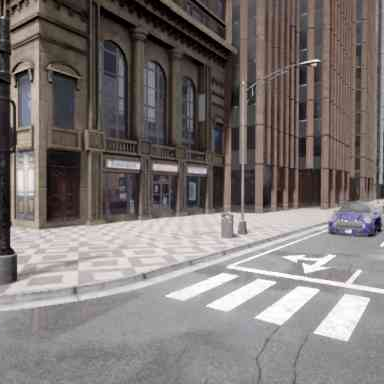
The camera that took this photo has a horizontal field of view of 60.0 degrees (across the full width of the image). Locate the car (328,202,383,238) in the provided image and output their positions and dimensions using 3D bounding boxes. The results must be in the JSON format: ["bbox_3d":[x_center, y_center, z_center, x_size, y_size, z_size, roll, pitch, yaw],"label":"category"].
[{"bbox_3d":[8.984,1.358,18.175,2.097,1.767,4.553,1,0,36],"label":"car"}]

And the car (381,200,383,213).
[{"bbox_3d":[23.122,1.599,37.996,2.033,1.411,5.357,1,0,36],"label":"car"}]
